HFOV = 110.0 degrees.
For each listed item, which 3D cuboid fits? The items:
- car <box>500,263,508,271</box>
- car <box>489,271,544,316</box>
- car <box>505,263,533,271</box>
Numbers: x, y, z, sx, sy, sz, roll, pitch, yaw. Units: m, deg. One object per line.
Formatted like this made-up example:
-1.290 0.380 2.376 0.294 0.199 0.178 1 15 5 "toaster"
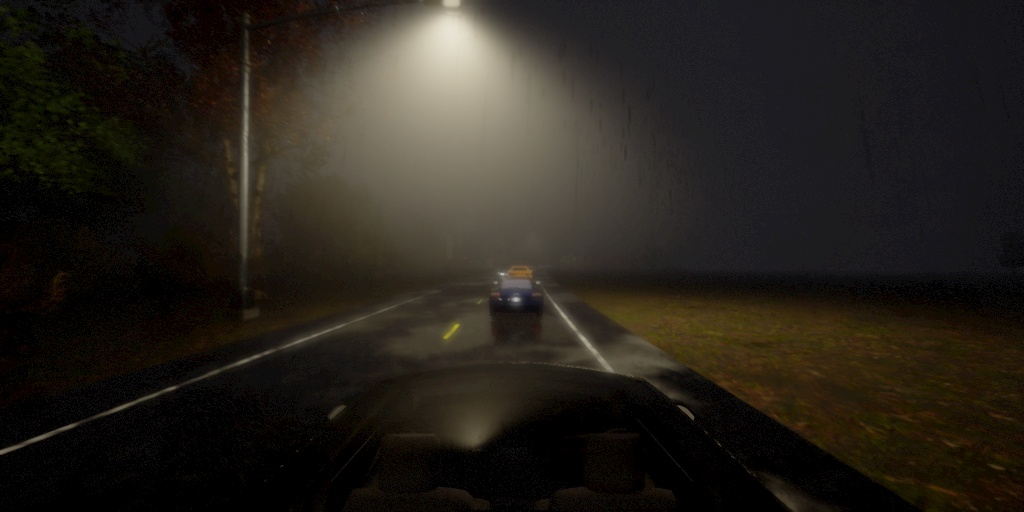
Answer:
-0.913 1.994 60.765 2.128 1.511 4.902 0 -1 5 "car"
0.199 1.481 14.218 1.994 1.385 4.181 0 -1 2 "car"
0.708 1.600 30.201 1.882 1.535 5.008 0 0 3 "car"
